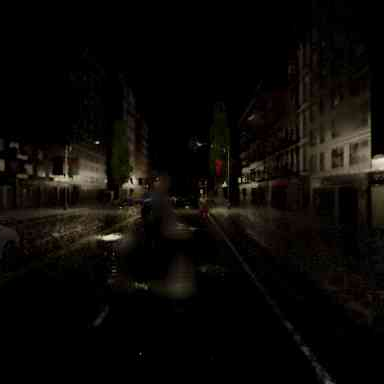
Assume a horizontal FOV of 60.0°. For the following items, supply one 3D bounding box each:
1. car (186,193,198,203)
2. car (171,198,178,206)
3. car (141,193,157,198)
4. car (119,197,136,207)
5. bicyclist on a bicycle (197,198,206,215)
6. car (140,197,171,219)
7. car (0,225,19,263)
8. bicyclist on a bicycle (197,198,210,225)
[{"bbox_3d":[0.030,1.152,66.907,2.150,2.045,5.566,0,-1,0],"label":"car"},{"bbox_3d":[-3.162,1.558,53.386,1.895,1.301,4.718,0,0,0],"label":"car"},{"bbox_3d":[-6.569,1.179,51.240,2.150,2.045,5.566,0,0,0],"label":"car"},{"bbox_3d":[-9.823,1.523,50.834,1.994,1.385,4.181,0,0,0],"label":"car"},{"bbox_3d":[0.919,1.415,32.259,0.866,1.612,1.509,0,0,0],"label":"bicyclist on a bicycle"},{"bbox_3d":[-3.157,1.459,28.784,1.882,1.535,5.008,0,0,0],"label":"car"},{"bbox_3d":[-6.602,1.520,9.180,1.812,1.442,4.674,0,0,0],"label":"car"},{"bbox_3d":[0.857,1.422,23.153,0.866,1.612,1.509,0,0,0],"label":"bicyclist on a bicycle"}]
